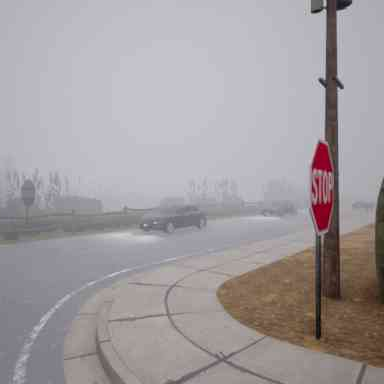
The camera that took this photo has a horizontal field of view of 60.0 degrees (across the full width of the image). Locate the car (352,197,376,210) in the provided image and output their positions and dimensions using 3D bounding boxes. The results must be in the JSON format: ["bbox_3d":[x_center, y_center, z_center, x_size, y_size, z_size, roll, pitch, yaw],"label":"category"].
[{"bbox_3d":[21.555,1.491,42.059,1.812,1.442,4.674,0,0,38],"label":"car"}]

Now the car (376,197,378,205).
[{"bbox_3d":[27.865,1.491,50.145,1.812,1.442,4.674,0,0,38],"label":"car"}]

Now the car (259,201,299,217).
[{"bbox_3d":[8.185,1.513,30.951,2.033,1.411,5.357,0,0,38],"label":"car"}]

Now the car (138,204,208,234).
[{"bbox_3d":[-0.958,1.468,19.266,1.837,1.490,4.892,0,1,38],"label":"car"}]
